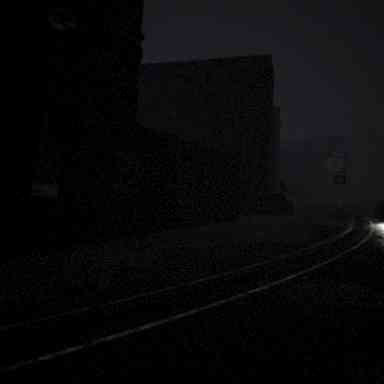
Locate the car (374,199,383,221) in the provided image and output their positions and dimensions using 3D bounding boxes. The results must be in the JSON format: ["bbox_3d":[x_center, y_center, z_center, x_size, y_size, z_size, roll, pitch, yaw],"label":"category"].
[{"bbox_3d":[14.449,1.263,24.080,1.882,1.535,5.008,2,2,23],"label":"car"}]
